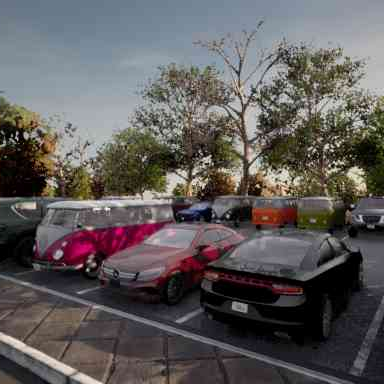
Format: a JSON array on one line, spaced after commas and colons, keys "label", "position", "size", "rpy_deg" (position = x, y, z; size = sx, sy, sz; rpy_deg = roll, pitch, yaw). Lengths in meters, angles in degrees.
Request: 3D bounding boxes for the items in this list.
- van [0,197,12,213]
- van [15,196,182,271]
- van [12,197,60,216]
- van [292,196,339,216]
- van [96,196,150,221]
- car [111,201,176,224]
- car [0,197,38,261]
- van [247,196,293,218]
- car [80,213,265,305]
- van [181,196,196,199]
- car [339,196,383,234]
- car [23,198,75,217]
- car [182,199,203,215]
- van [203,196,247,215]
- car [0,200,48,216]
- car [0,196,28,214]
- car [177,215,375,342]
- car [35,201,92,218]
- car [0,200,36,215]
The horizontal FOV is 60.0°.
[{"label": "van", "position": [-26.204, 1.696, 43.238], "size": [1.878, 1.987, 4.442], "rpy_deg": [-1, -1, 36]}, {"label": "van", "position": [-2.465, 1.234, 9.856], "size": [1.878, 1.987, 4.442], "rpy_deg": [0, 0, 36]}, {"label": "van", "position": [-17.101, 1.527, 36.716], "size": [1.878, 1.987, 4.442], "rpy_deg": [-1, -1, 36]}, {"label": "van", "position": [7.555, 1.241, 19.055], "size": [1.878, 1.987, 4.442], "rpy_deg": [0, 0, 36]}, {"label": "van", "position": [-5.841, 1.349, 28.651], "size": [1.878, 1.987, 4.442], "rpy_deg": [-1, -1, 36]}, {"label": "car", "position": [-3.761, 1.536, 26.791], "size": [1.946, 1.575, 5.366], "rpy_deg": [-1, -1, 36]}, {"label": "car", "position": [-4.637, 1.200, 11.591], "size": [2.435, 2.045, 5.566], "rpy_deg": [0, 0, 36]}, {"label": "van", "position": [5.405, 1.233, 20.595], "size": [1.878, 1.987, 4.442], "rpy_deg": [0, 0, 36]}, {"label": "car", "position": [-0.139, 1.509, 8.337], "size": [2.002, 1.452, 4.674], "rpy_deg": [0, 0, 36]}, {"label": "van", "position": [-1.474, 1.278, 25.236], "size": [1.878, 1.987, 4.442], "rpy_deg": [-1, -1, 36]}, {"label": "car", "position": [9.723, 1.225, 17.324], "size": [2.435, 2.045, 5.566], "rpy_deg": [0, 0, 36]}, {"label": "car", "position": [-14.935, 1.591, 34.983], "size": [2.185, 1.767, 4.553], "rpy_deg": [-1, -1, 36]}, {"label": "car", "position": [0.851, 1.468, 23.720], "size": [2.097, 1.535, 5.008], "rpy_deg": [-1, -1, 36]}, {"label": "van", "position": [2.909, 1.224, 22.096], "size": [1.878, 1.987, 4.442], "rpy_deg": [0, 0, 36]}, {"label": "car", "position": [-19.422, 1.789, 38.228], "size": [2.231, 1.521, 4.892], "rpy_deg": [-1, -1, 36]}, {"label": "car", "position": [-23.906, 1.616, 41.481], "size": [2.435, 2.045, 5.566], "rpy_deg": [-1, -1, 36]}, {"label": "car", "position": [2.113, 1.478, 6.714], "size": [2.097, 1.535, 5.008], "rpy_deg": [0, 0, 36]}, {"label": "car", "position": [-12.767, 1.683, 33.463], "size": [2.097, 1.535, 5.008], "rpy_deg": [-1, -1, 36]}, {"label": "car", "position": [-21.776, 1.823, 39.694], "size": [1.946, 1.575, 5.366], "rpy_deg": [-1, -1, 36]}]
